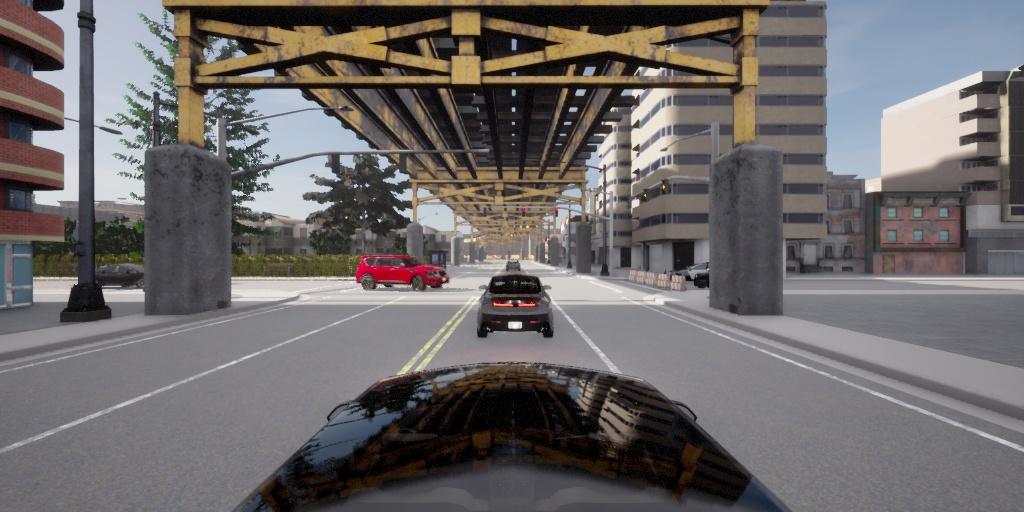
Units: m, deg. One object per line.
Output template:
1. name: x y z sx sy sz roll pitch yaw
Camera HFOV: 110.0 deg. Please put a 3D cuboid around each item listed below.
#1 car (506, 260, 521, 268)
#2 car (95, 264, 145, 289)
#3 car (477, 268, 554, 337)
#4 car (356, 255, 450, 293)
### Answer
1. car: 0.169 1.241 49.685 2.128 1.511 4.902 0 0 0
2. car: -23.588 1.254 22.350 4.892 1.490 1.837 0 0 0
3. car: 0.089 1.255 10.211 1.837 1.490 4.892 0 0 0
4. car: -6.426 0.973 20.992 5.566 2.045 2.150 0 -1 18
